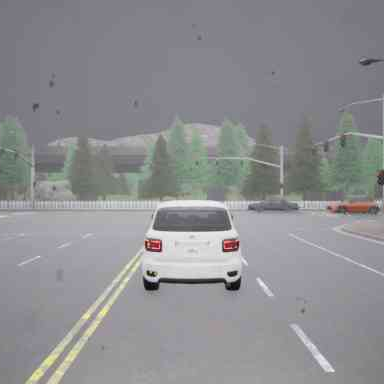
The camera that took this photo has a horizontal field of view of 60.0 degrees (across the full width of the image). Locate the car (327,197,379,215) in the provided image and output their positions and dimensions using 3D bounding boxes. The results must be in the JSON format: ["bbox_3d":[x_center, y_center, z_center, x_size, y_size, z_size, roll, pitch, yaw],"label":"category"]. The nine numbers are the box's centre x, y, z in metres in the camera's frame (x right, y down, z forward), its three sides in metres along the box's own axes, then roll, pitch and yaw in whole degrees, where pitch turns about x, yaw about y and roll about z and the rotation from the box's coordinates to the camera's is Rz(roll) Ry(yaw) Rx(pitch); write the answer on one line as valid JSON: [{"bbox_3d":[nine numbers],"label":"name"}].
[{"bbox_3d":[15.707,1.297,32.692,4.553,1.767,2.097,0,0,0],"label":"car"}]

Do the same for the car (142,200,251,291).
[{"bbox_3d":[0.006,1.221,9.168,2.150,2.045,5.566,0,0,0],"label":"car"}]

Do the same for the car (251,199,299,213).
[{"bbox_3d":[8.819,1.494,36.163,5.357,1.411,2.033,0,0,0],"label":"car"}]
